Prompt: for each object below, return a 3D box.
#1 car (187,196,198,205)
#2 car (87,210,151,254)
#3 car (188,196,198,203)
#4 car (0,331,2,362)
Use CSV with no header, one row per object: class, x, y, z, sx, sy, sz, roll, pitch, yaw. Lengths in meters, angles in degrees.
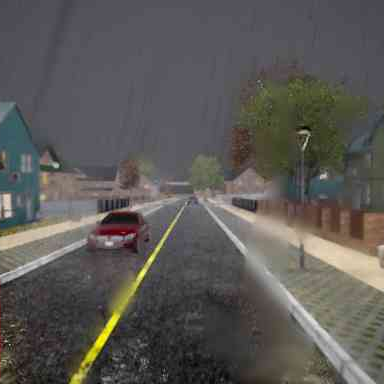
car,0.140,1.581,59.953,1.812,1.442,4.674,0,0,0
car,-2.809,1.512,13.637,1.812,1.442,4.674,0,0,0
car,0.164,1.506,69.781,2.033,1.411,5.357,0,0,0
car,-2.851,1.210,0.813,2.150,2.045,5.566,0,0,0
